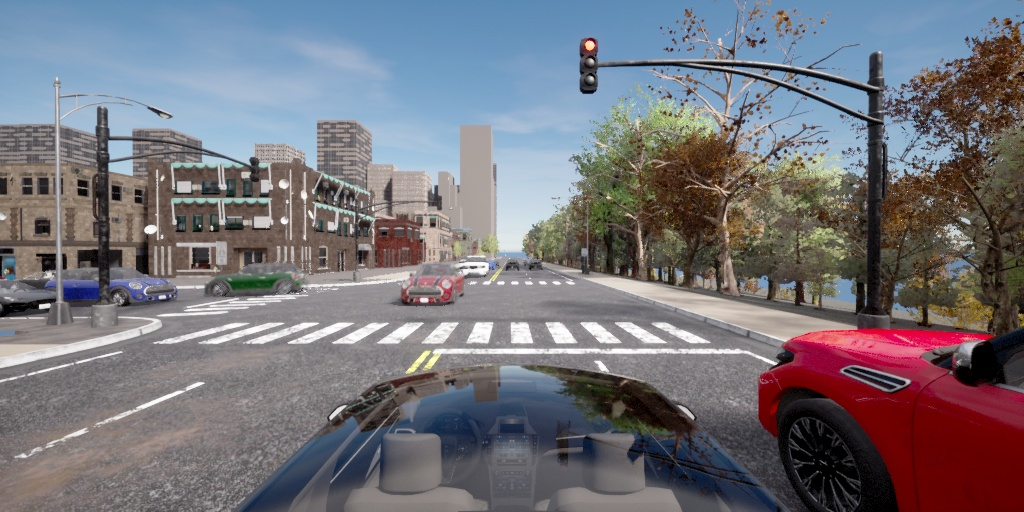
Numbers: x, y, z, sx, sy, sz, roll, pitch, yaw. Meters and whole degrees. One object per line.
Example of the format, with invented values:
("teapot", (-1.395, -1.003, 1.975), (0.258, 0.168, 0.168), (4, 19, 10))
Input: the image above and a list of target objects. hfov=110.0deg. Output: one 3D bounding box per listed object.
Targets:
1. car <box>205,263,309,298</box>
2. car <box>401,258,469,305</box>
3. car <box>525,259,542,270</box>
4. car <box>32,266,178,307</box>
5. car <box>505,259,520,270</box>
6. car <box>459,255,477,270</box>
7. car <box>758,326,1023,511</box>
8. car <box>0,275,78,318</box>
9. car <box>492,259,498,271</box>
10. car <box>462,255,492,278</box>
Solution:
("car", (-13.836, 1.213, 19.641), (4.553, 1.767, 2.097), (-1, 0, -12))
("car", (-3.363, 1.099, 15.991), (2.097, 1.767, 4.553), (0, 0, 0))
("car", (3.315, 1.237, 52.258), (1.837, 1.490, 4.892), (0, 0, 0))
("car", (-18.101, 1.303, 16.314), (4.553, 1.767, 2.097), (-1, 1, 1))
("car", (0.064, 1.237, 51.858), (1.837, 1.490, 4.892), (0, 0, 0))
("car", (-6.627, 0.954, 54.697), (2.150, 2.045, 5.566), (0, 0, 0))
("car", (3.347, 0.972, 0.922), (2.150, 2.045, 5.566), (0, 0, 0))
("car", (-19.959, 1.565, 13.661), (4.313, 1.339, 1.948), (0, 0, 0))
("car", (-3.378, 1.210, 49.997), (1.882, 1.535, 5.008), (0, 0, 0))
("car", (-3.374, 0.961, 34.017), (2.150, 2.045, 5.566), (0, 0, 0))
